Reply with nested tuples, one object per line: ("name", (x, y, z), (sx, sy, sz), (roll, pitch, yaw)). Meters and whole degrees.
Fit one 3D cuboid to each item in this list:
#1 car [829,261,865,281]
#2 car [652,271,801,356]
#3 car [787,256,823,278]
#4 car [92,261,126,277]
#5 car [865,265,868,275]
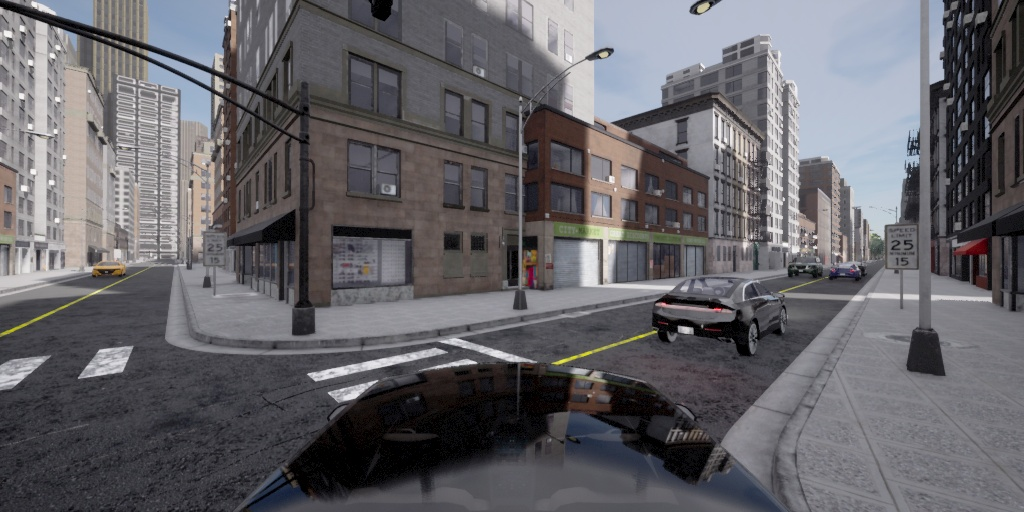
("car", (28.623, 1.328, 30.762), (4.674, 1.442, 1.812), (0, 0, -43))
("car", (5.178, 1.248, 8.715), (4.902, 1.511, 2.128), (0, 0, -43))
("car", (28.767, 1.031, 35.110), (5.566, 2.045, 2.150), (0, 0, -43))
("car", (-39.334, 1.211, 35.083), (1.882, 1.535, 5.008), (0, 0, -43))
("car", (36.083, 1.302, 37.869), (5.008, 1.535, 1.882), (0, 0, -43))
